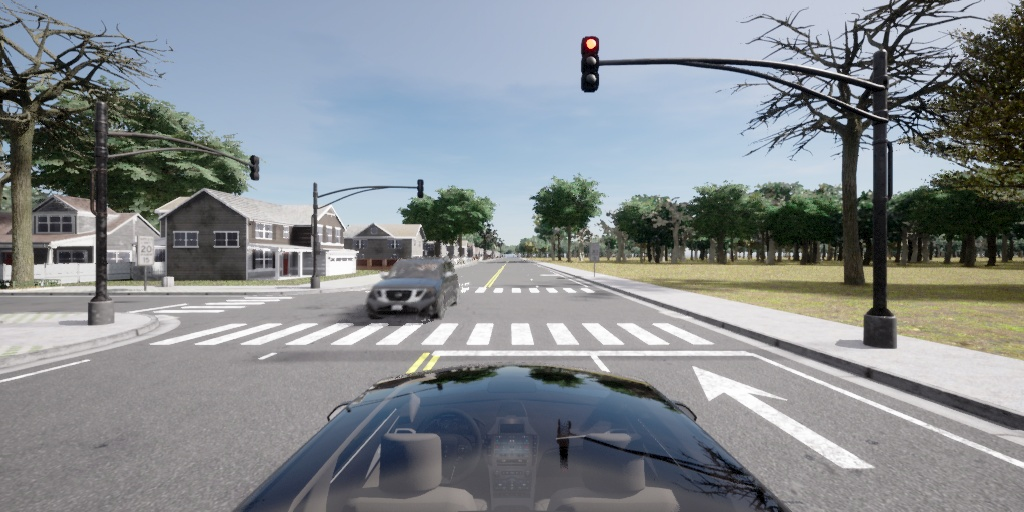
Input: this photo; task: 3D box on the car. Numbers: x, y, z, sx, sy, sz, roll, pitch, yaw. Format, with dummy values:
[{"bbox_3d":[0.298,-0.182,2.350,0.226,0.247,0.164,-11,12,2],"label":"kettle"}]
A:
[{"bbox_3d":[-3.240,1.098,12.883,2.150,2.045,5.566,0,0,0],"label":"car"}]
